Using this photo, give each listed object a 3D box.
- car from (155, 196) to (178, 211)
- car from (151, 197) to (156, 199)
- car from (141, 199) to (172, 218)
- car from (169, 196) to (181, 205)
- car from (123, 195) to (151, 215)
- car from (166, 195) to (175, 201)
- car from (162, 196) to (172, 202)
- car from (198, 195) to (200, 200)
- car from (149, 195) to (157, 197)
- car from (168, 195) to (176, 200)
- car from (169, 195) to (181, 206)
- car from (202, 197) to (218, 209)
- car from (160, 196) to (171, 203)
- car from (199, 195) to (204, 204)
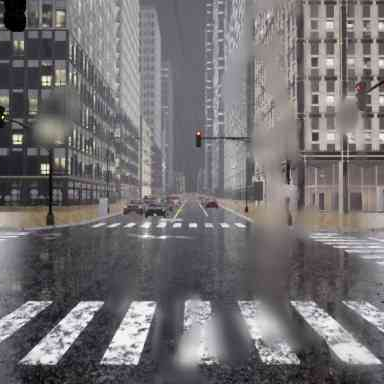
[{"bbox_3d":[-3.132,1.563,39.879,2.033,1.411,5.357,0,0,0],"label":"car"},{"bbox_3d":[-5.713,1.597,39.392,1.802,1.307,4.206,1,0,0],"label":"car"},{"bbox_3d":[-3.127,1.612,30.313,1.895,1.301,4.718,0,0,0],"label":"car"},{"bbox_3d":[-3.092,1.527,61.018,1.837,1.490,4.892,0,0,0],"label":"car"},{"bbox_3d":[-5.705,1.453,33.817,1.967,1.590,4.097,1,0,0],"label":"car"},{"bbox_3d":[-5.759,1.587,89.568,2.008,1.369,4.403,1,0,0],"label":"car"},{"bbox_3d":[-5.748,1.582,78.418,2.008,1.369,4.403,1,0,0],"label":"car"},{"bbox_3d":[2.647,1.590,61.770,1.947,1.339,4.313,1,0,0],"label":"car"},{"bbox_3d":[-5.713,1.332,44.967,2.192,1.841,5.009,1,0,0],"label":"car"},{"bbox_3d":[-5.765,1.605,95.144,1.947,1.339,4.313,1,0,0],"label":"car"},{"bbox_3d":[-3.135,1.371,49.908,2.097,1.767,4.553,0,0,0],"label":"car"},{"bbox_3d":[2.661,1.599,45.037,1.802,1.307,4.206,1,0,0],"label":"car"},{"bbox_3d":[-5.743,1.573,72.843,1.887,1.381,4.507,1,0,0],"label":"car"},{"bbox_3d":[2.653,1.547,56.362,1.752,1.417,4.829,1,0,0],"label":"car"}]
